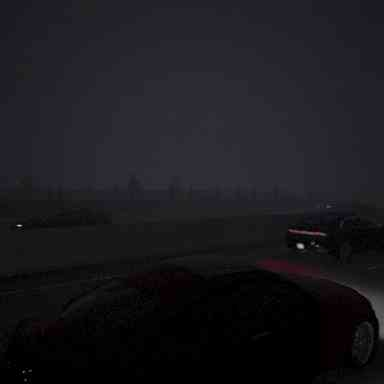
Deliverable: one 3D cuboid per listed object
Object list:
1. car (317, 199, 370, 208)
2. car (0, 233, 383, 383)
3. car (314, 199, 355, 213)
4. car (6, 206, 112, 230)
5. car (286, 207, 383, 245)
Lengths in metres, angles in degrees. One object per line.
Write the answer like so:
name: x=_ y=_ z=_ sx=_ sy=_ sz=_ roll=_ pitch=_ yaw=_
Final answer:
car: x=11.759 y=1.457 z=25.203 sx=5.008 sy=1.535 sz=1.882 roll=0 pitch=0 yaw=-35
car: x=0.367 y=1.524 z=3.997 sx=4.674 sy=1.442 sz=1.812 roll=0 pitch=0 yaw=-36
car: x=15.709 y=1.511 z=36.557 sx=4.892 sy=1.490 sz=1.837 roll=1 pitch=-1 yaw=-35
car: x=-6.437 y=1.488 z=16.585 sx=4.902 sy=1.511 sz=2.128 roll=0 pitch=0 yaw=-35
car: x=5.389 y=1.482 z=11.881 sx=4.902 sy=1.511 sz=2.128 roll=0 pitch=0 yaw=-35
